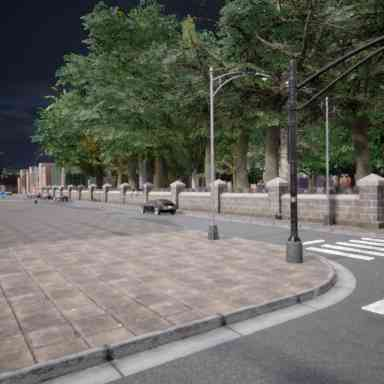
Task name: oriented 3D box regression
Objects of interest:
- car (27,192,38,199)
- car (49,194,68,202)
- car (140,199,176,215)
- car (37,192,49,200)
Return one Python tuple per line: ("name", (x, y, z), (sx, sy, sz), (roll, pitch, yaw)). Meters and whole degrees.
("car", (-35.834, 0.738, 76.317), (1.967, 1.590, 4.097), (-1, 1, -35))
("car", (-22.724, 0.994, 57.719), (2.008, 1.369, 4.403), (-1, 1, -35))
("car", (-3.060, 1.294, 29.822), (1.947, 1.339, 4.313), (0, 1, -35))
("car", (-29.278, 0.948, 67.019), (1.802, 1.307, 4.206), (-1, 1, -35))
